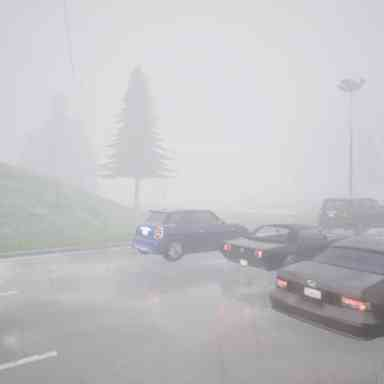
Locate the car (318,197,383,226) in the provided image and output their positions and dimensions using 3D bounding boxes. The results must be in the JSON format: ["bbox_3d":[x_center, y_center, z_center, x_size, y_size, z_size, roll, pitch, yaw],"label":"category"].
[{"bbox_3d":[9.544,1.330,19.139,5.566,2.045,2.150,0,0,-36],"label":"car"}]

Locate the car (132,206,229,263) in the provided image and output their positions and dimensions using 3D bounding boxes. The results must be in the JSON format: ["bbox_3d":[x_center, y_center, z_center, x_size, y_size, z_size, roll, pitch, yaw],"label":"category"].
[{"bbox_3d":[0.146,1.392,12.445,4.553,1.767,2.097,1,0,-36],"label":"car"}]

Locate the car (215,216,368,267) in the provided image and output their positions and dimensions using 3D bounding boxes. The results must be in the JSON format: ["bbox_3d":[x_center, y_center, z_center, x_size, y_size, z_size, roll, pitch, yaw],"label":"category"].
[{"bbox_3d":[3.230,1.649,10.346,4.718,1.301,1.895,0,0,-35],"label":"car"}]

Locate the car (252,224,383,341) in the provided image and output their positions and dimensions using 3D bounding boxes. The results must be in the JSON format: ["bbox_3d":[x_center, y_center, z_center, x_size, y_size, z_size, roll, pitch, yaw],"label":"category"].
[{"bbox_3d":[3.861,1.586,6.495,5.357,1.411,2.033,0,0,-36],"label":"car"}]
